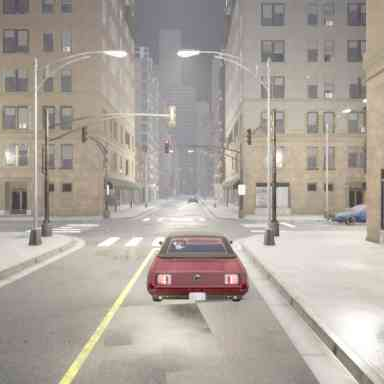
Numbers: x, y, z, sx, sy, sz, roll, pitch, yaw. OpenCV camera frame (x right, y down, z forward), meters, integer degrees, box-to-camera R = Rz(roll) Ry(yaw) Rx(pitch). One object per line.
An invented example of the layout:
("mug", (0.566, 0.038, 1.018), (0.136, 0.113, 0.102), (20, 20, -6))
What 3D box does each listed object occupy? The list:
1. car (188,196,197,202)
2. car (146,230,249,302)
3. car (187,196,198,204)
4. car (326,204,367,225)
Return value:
("car", (0.114, 1.588, 75.146), (1.895, 1.301, 4.718), (0, 0, 0))
("car", (0.095, 1.603, 8.233), (1.895, 1.301, 4.718), (0, 0, 0))
("car", (0.194, 1.526, 65.218), (1.812, 1.442, 4.674), (0, 0, 0))
("car", (12.203, 1.519, 22.821), (5.357, 1.411, 2.033), (0, 0, 3))
